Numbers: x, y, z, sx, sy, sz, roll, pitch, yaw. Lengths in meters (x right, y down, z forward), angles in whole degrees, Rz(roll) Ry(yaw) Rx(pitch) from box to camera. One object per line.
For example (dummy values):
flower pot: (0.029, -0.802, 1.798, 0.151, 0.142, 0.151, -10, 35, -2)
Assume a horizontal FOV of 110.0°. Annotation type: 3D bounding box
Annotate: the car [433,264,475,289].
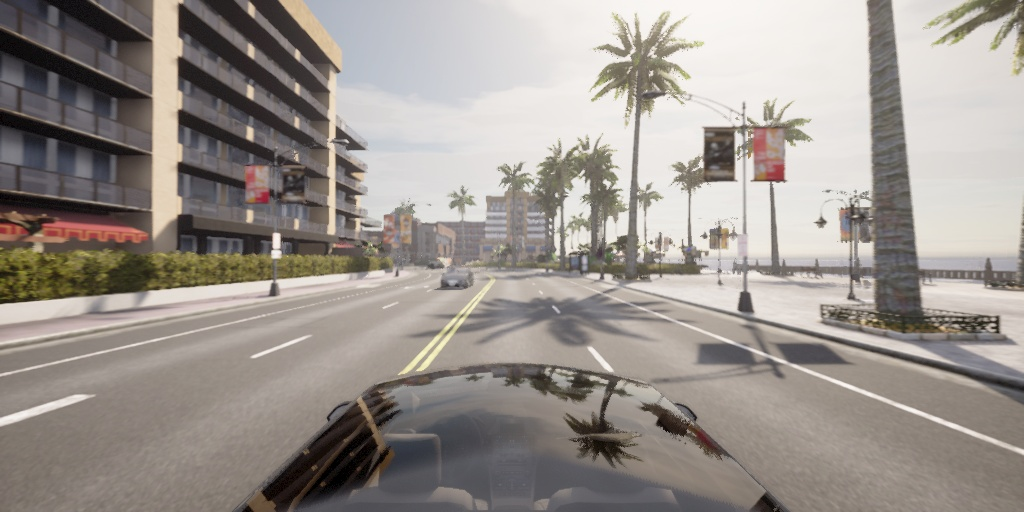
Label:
car: (-3.770, 1.525, 25.259, 2.128, 1.511, 4.902, 0, 0, 1)
